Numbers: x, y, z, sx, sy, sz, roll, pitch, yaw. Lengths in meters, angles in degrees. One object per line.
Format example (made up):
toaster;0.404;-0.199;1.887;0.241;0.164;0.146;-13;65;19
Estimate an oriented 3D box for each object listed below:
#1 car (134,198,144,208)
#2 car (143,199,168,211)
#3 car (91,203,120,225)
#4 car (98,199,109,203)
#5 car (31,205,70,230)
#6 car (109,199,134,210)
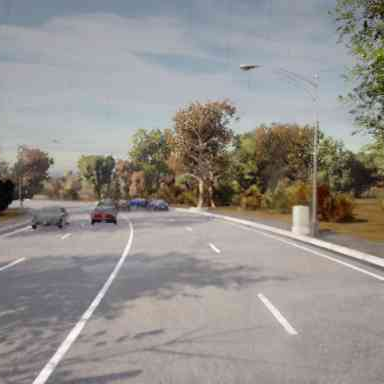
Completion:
car;-8.299;1.681;51.768;1.882;1.535;5.008;-2;0;-27
car;-4.421;1.656;42.572;1.812;1.442;4.674;-1;0;-22
car;-6.716;1.770;25.650;1.895;1.301;4.718;-1;0;-13
car;-14.535;1.866;56.337;2.128;1.511;4.902;-2;0;-30
car;-9.787;1.720;23.293;1.837;1.490;4.892;-1;-1;-12
car;-10.076;1.793;47.139;1.812;1.442;4.674;-2;0;-24
